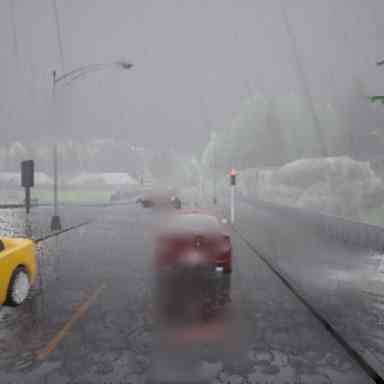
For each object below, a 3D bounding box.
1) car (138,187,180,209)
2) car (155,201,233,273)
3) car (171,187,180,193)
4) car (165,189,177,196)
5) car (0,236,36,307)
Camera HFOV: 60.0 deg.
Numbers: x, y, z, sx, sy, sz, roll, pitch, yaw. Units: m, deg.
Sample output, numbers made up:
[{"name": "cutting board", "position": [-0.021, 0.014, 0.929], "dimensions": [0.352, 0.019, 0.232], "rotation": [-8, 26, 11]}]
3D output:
[{"name": "car", "position": [-2.995, 0.653, 29.506], "dimensions": [2.097, 1.767, 4.553], "rotation": [-2, 2, -39]}, {"name": "car", "position": [0.059, 1.242, 9.851], "dimensions": [1.882, 1.535, 5.008], "rotation": [0, 1, 0]}, {"name": "car", "position": [-3.997, -0.449, 80.321], "dimensions": [1.994, 1.385, 4.181], "rotation": [0, 1, 0]}, {"name": "car", "position": [-4.026, 0.050, 64.070], "dimensions": [1.994, 1.385, 4.181], "rotation": [0, 1, 1]}, {"name": "car", "position": [-4.089, 1.364, 4.685], "dimensions": [1.882, 1.535, 5.008], "rotation": [0, 1, 0]}]
